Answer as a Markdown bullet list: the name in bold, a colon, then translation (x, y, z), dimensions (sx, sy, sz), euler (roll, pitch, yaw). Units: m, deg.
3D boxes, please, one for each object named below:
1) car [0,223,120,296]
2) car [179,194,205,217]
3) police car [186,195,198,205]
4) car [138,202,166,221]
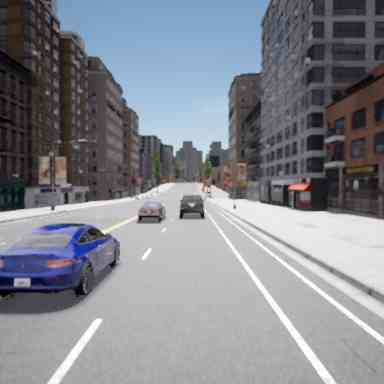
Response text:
- **car**: translation (-3.151, 1.510, 8.472), dimensions (1.812, 1.442, 4.674), euler (0, 0, 0)
- **car**: translation (0.012, 1.237, 30.396), dimensions (2.150, 2.045, 5.566), euler (0, 0, 0)
- **police car**: translation (0.003, 1.446, 61.378), dimensions (2.038, 1.542, 4.974), euler (0, 1, 0)
- **car**: translation (-3.155, 1.510, 26.789), dimensions (2.033, 1.411, 5.357), euler (0, 0, 0)
